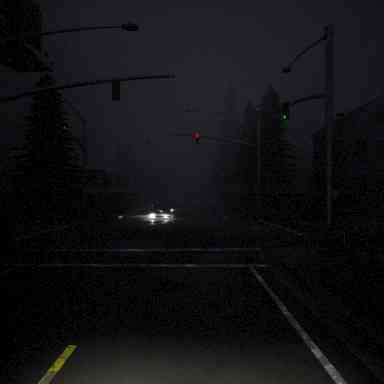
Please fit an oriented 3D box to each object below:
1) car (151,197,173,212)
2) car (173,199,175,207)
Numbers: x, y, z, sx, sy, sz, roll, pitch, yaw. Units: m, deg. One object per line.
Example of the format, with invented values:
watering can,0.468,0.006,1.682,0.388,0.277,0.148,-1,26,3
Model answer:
car,-3.550,1.601,38.211,1.895,1.301,4.718,0,0,0
car,-3.520,1.505,48.336,1.837,1.490,4.892,0,0,0
